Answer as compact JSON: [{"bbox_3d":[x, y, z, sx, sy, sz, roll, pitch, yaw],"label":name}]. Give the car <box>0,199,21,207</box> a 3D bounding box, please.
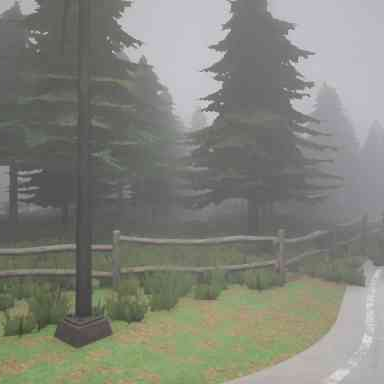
[{"bbox_3d":[-19.308,1.453,35.323,2.128,1.511,4.902,0,0,3],"label":"car"}]
